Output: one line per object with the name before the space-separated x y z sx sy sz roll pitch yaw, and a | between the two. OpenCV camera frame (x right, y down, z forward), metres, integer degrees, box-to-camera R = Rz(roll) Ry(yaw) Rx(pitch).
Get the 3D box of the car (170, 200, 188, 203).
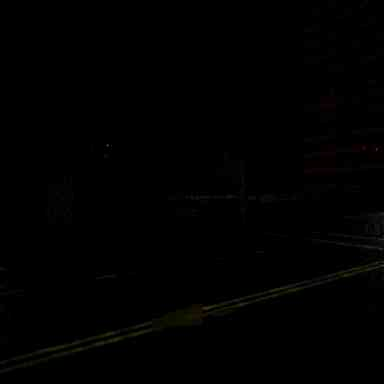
car | -1.160 1.269 41.856 1.994 1.385 4.181 0 0 -35
